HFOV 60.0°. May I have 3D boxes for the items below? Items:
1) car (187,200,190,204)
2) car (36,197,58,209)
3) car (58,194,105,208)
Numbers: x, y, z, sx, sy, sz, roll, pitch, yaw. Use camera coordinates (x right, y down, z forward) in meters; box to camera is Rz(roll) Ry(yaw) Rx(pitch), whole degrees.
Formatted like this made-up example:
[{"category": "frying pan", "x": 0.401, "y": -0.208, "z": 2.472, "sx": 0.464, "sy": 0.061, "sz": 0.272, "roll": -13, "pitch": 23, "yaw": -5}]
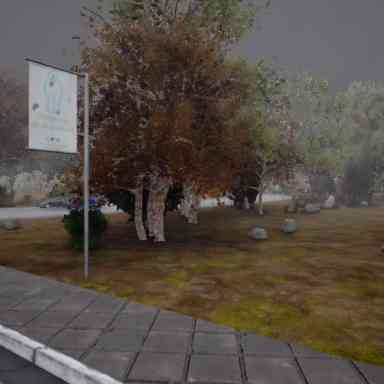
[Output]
[{"category": "car", "x": -2.289, "y": 1.225, "z": 59.685, "sx": 2.097, "sy": 1.767, "sz": 4.553, "roll": 0, "pitch": 1, "yaw": 35}, {"category": "car", "x": -18.291, "y": 1.490, "z": 44.394, "sx": 1.837, "sy": 1.490, "sz": 4.892, "roll": 0, "pitch": 0, "yaw": 38}, {"category": "car", "x": -14.205, "y": 1.199, "z": 43.915, "sx": 2.150, "sy": 2.045, "sz": 5.566, "roll": 0, "pitch": 0, "yaw": 38}]
